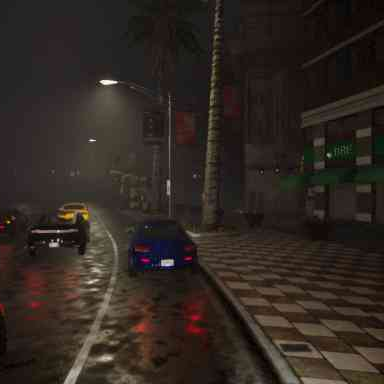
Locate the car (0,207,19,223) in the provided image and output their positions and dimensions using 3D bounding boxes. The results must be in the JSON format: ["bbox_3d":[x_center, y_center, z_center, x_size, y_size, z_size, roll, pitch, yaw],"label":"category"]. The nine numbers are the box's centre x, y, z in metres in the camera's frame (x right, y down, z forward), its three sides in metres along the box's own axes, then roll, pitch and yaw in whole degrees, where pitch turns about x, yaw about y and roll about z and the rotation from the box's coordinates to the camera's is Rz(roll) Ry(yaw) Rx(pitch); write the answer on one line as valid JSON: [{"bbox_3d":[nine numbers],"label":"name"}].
[{"bbox_3d":[-9.812,1.517,17.224,1.812,1.442,4.674,0,0,-17],"label":"car"}]

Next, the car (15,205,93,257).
[{"bbox_3d":[-5.045,1.487,13.063,2.128,1.511,4.902,0,0,-14],"label":"car"}]

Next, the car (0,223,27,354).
[{"bbox_3d":[-3.327,1.349,2.348,2.097,1.767,4.553,0,0,-2],"label":"car"}]

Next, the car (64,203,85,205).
[{"bbox_3d":[-7.876,1.471,22.363,1.882,1.535,5.008,0,0,-18],"label":"car"}]

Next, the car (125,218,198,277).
[{"bbox_3d":[-1.034,1.525,10.202,1.812,1.442,4.674,0,0,-11],"label":"car"}]
